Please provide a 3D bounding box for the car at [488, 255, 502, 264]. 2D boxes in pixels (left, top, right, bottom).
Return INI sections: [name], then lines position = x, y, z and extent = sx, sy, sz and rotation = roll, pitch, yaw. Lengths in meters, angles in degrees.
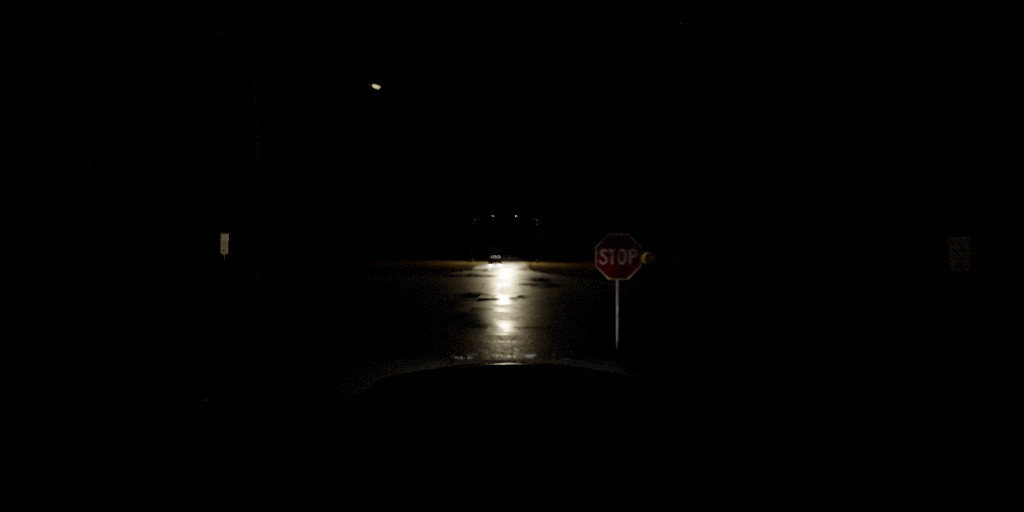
[car]
position = -2.563, 0.552, 54.964
extent = 1.895, 1.301, 4.718
rotation = 0, 1, 0
